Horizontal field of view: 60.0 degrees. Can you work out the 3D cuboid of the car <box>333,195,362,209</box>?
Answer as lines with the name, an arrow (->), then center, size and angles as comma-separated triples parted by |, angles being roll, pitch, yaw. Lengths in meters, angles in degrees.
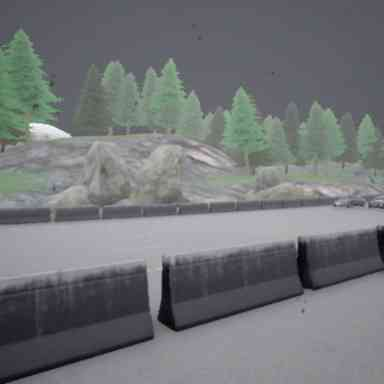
car -> 18.236, 1.140, 38.488 | 4.902, 1.511, 2.128 | -1, 1, -35

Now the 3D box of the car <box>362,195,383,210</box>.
car -> 20.947, 1.141, 36.123 | 4.892, 1.490, 1.837 | -1, 1, -35
